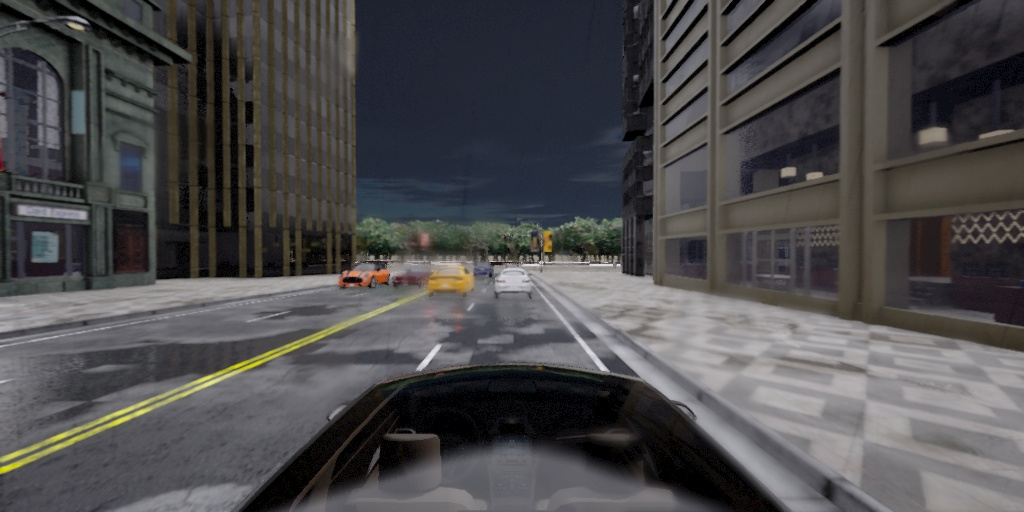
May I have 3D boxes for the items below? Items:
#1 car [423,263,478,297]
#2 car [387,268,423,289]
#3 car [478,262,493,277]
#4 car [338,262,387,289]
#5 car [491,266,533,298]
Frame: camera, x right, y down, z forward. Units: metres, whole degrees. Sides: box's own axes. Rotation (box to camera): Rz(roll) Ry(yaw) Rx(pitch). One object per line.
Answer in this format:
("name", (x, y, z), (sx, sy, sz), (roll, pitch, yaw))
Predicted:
("car", (-3.170, 1.301, 19.508), (1.882, 1.535, 5.008), (0, -1, 0))
("car", (-6.623, 1.483, 24.497), (1.895, 1.301, 4.718), (0, -1, 0))
("car", (-3.197, 1.469, 41.036), (2.097, 1.767, 4.553), (0, -1, 0))
("car", (-9.871, 1.235, 24.353), (2.097, 1.767, 4.553), (0, -1, 0))
("car", (0.079, 1.339, 18.758), (1.812, 1.442, 4.674), (0, -1, 0))
